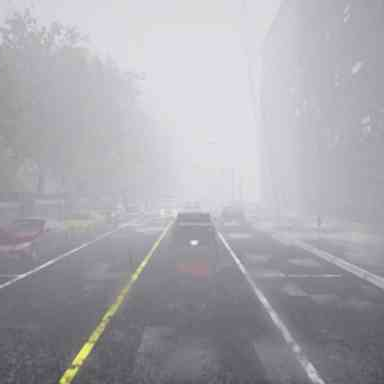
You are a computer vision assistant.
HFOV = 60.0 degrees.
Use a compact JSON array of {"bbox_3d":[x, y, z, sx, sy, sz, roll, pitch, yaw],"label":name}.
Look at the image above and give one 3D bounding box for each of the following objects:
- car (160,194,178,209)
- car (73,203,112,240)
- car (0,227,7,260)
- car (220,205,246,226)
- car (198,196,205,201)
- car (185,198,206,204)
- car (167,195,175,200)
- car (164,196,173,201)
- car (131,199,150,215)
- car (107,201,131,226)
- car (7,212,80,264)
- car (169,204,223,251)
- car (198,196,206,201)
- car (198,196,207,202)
[{"bbox_3d":[-3.090,1.246,46.038,2.150,2.045,5.566,0,0,0],"label":"car"},{"bbox_3d":[-5.718,1.529,17.222,1.752,1.417,4.829,0,0,0],"label":"car"},{"bbox_3d":[-5.698,1.441,6.315,1.967,1.590,4.097,0,0,0],"label":"car"},{"bbox_3d":[2.652,1.557,22.948,2.008,1.369,4.403,0,0,0],"label":"car"},{"bbox_3d":[2.535,1.637,88.745,1.947,1.339,4.313,0,0,0],"label":"car"},{"bbox_3d":[0.045,1.558,32.491,2.033,1.411,5.357,0,0,0],"label":"car"},{"bbox_3d":[-5.855,1.520,94.363,1.967,1.590,4.097,0,0,0],"label":"car"},{"bbox_3d":[-5.836,1.644,83.097,1.802,1.307,4.206,0,0,0],"label":"car"},{"bbox_3d":[-5.825,1.562,34.006,2.008,1.369,4.403,0,0,0],"label":"car"},{"bbox_3d":[-5.728,1.446,22.931,1.967,1.590,4.097,0,0,0],"label":"car"},{"bbox_3d":[-5.708,1.584,11.853,1.802,1.307,4.206,0,0,0],"label":"car"},{"bbox_3d":[0.075,1.509,14.153,1.837,1.490,4.892,0,0,0],"label":"car"},{"bbox_3d":[2.545,1.628,83.113,1.947,1.339,4.313,0,0,0],"label":"car"},{"bbox_3d":[2.554,1.621,77.480,1.947,1.339,4.313,0,0,0],"label":"car"}]
